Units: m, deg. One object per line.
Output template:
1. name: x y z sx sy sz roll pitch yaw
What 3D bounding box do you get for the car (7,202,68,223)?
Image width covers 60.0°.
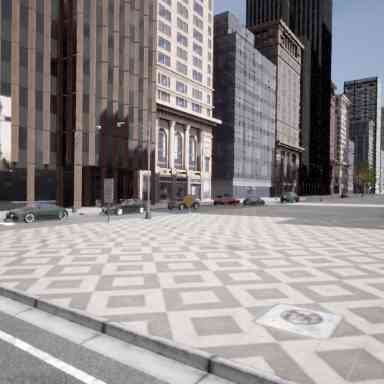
1. car: -11.460 1.470 24.919 1.994 1.385 4.181 1 1 35

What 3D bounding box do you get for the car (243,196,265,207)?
1. car: 9.052 1.363 48.350 1.812 1.442 4.674 1 1 36

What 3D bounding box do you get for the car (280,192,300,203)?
1. car: 17.929 0.992 60.891 2.150 2.045 5.566 1 1 34

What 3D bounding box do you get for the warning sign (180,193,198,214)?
1. warning sign: -0.255 1.077 30.676 1.300 1.860 1.060 1 1 35

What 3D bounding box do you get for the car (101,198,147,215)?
1. car: -6.449 1.377 31.996 1.837 1.490 4.892 1 1 35

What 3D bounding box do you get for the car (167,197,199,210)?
1. car: -1.002 1.340 39.689 1.837 1.490 4.892 1 1 35

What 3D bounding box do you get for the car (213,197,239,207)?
1. car: 4.955 1.395 48.044 1.895 1.301 4.718 1 1 36
